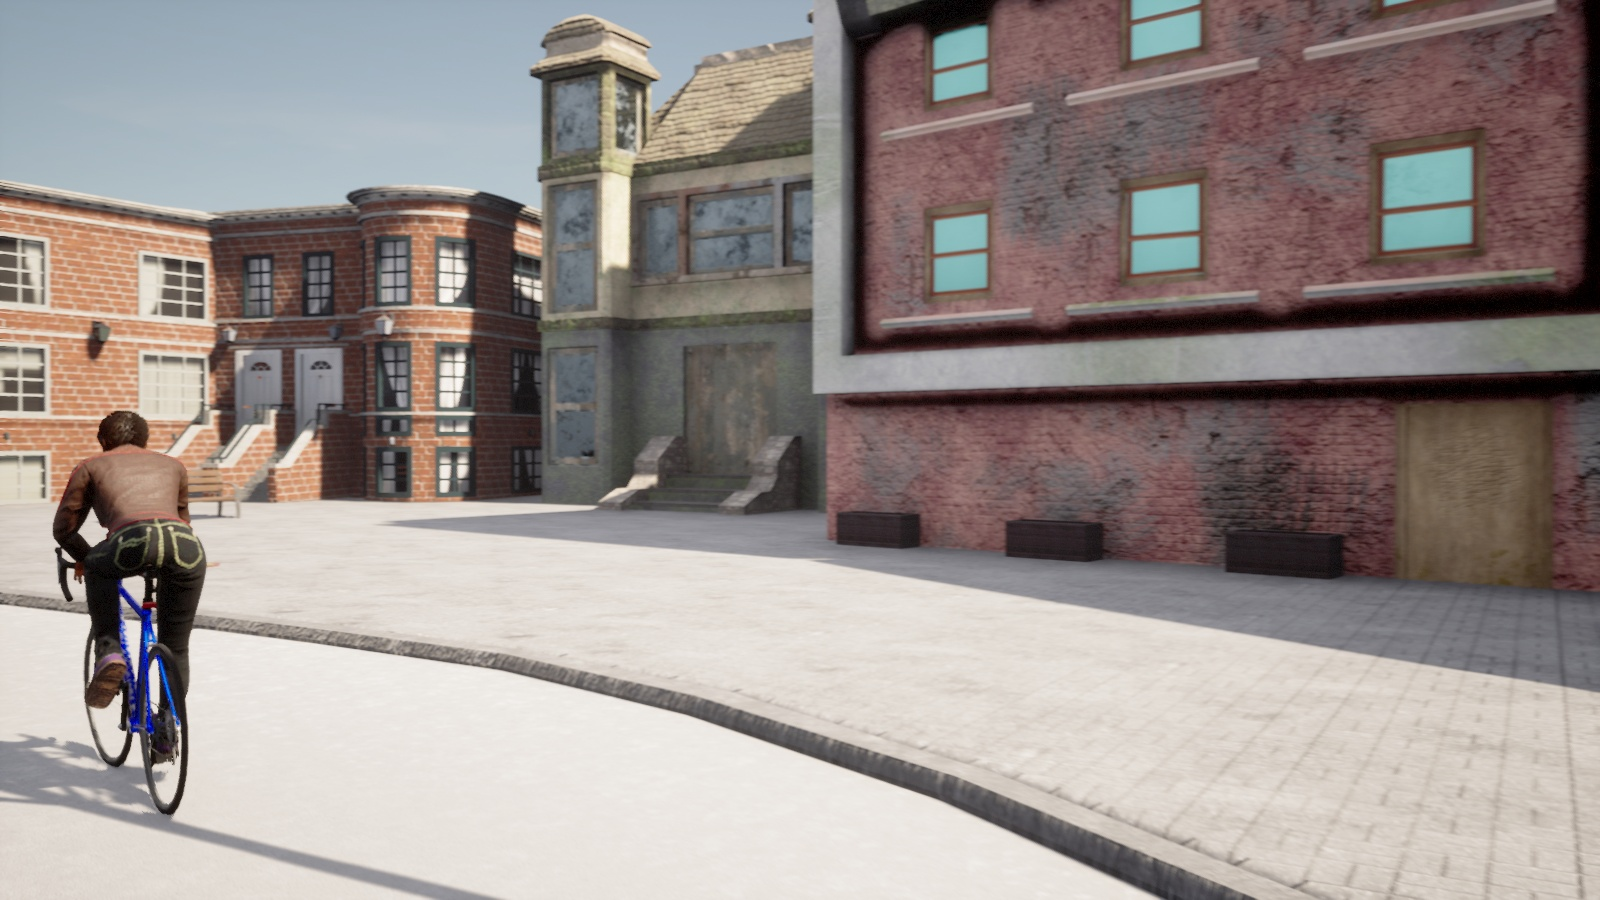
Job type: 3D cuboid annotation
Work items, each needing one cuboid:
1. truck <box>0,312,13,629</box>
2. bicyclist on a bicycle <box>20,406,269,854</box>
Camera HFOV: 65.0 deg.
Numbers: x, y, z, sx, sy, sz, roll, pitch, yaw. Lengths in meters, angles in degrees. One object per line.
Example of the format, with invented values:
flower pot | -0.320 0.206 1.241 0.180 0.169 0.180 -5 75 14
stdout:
truck | -9.084 0.154 10.059 5.204 2.467 2.627 0 1 31
bicyclist on a bicycle | -2.841 0.646 5.359 0.582 1.620 1.656 0 0 -40
